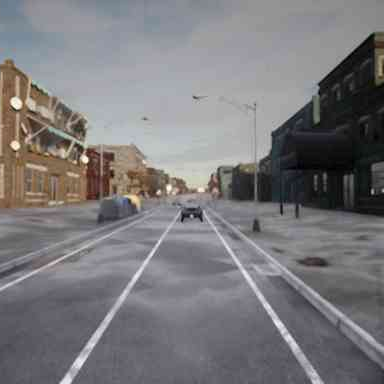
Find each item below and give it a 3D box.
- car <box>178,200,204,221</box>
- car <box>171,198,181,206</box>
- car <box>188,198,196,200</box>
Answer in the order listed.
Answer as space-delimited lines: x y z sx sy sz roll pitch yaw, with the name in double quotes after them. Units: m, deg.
0.001 1.703 28.884 1.837 1.490 4.892 0 -1 0 "car"
-3.043 2.042 66.300 1.837 1.490 4.892 0 0 0 "car"
-0.026 1.908 59.423 2.033 1.649 4.856 0 -1 0 "car"
